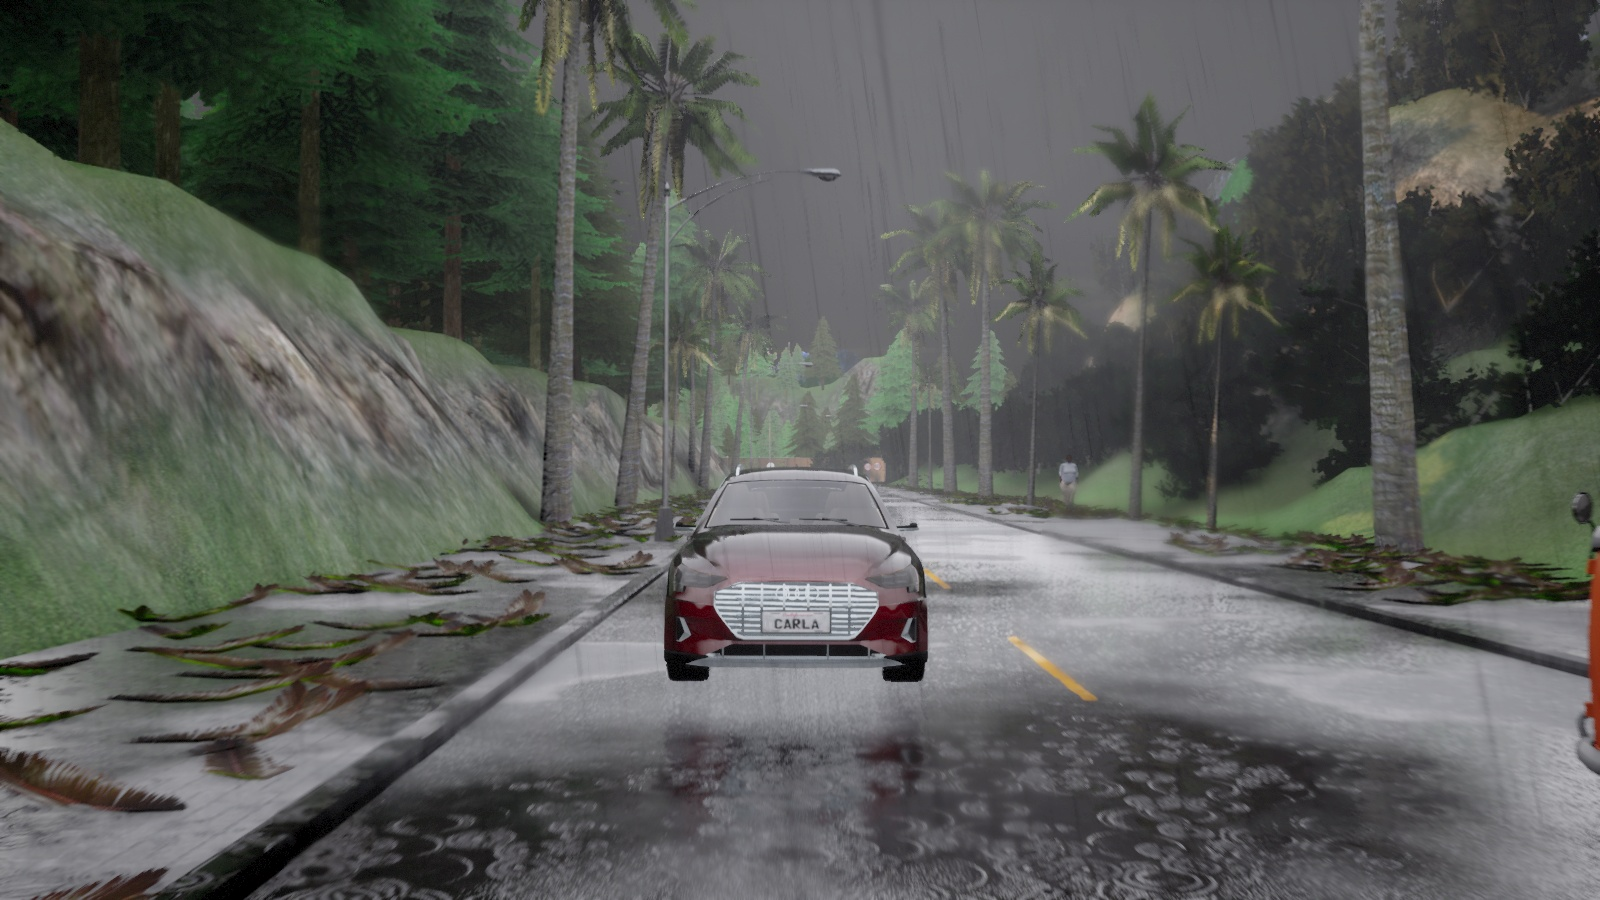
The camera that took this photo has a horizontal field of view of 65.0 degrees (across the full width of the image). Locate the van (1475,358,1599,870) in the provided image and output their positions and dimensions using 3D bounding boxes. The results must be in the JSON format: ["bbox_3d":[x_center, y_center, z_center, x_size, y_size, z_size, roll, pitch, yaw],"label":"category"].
[{"bbox_3d":[3.992,0.610,3.522,1.775,1.987,4.442,0,-1,0],"label":"van"}]

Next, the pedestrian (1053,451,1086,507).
[{"bbox_3d":[8.958,0.963,41.744,0.874,1.855,0.900,0,-1,0],"label":"pedestrian"}]

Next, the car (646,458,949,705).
[{"bbox_3d":[-0.024,0.927,10.897,2.033,1.649,4.856,0,-1,0],"label":"car"}]
